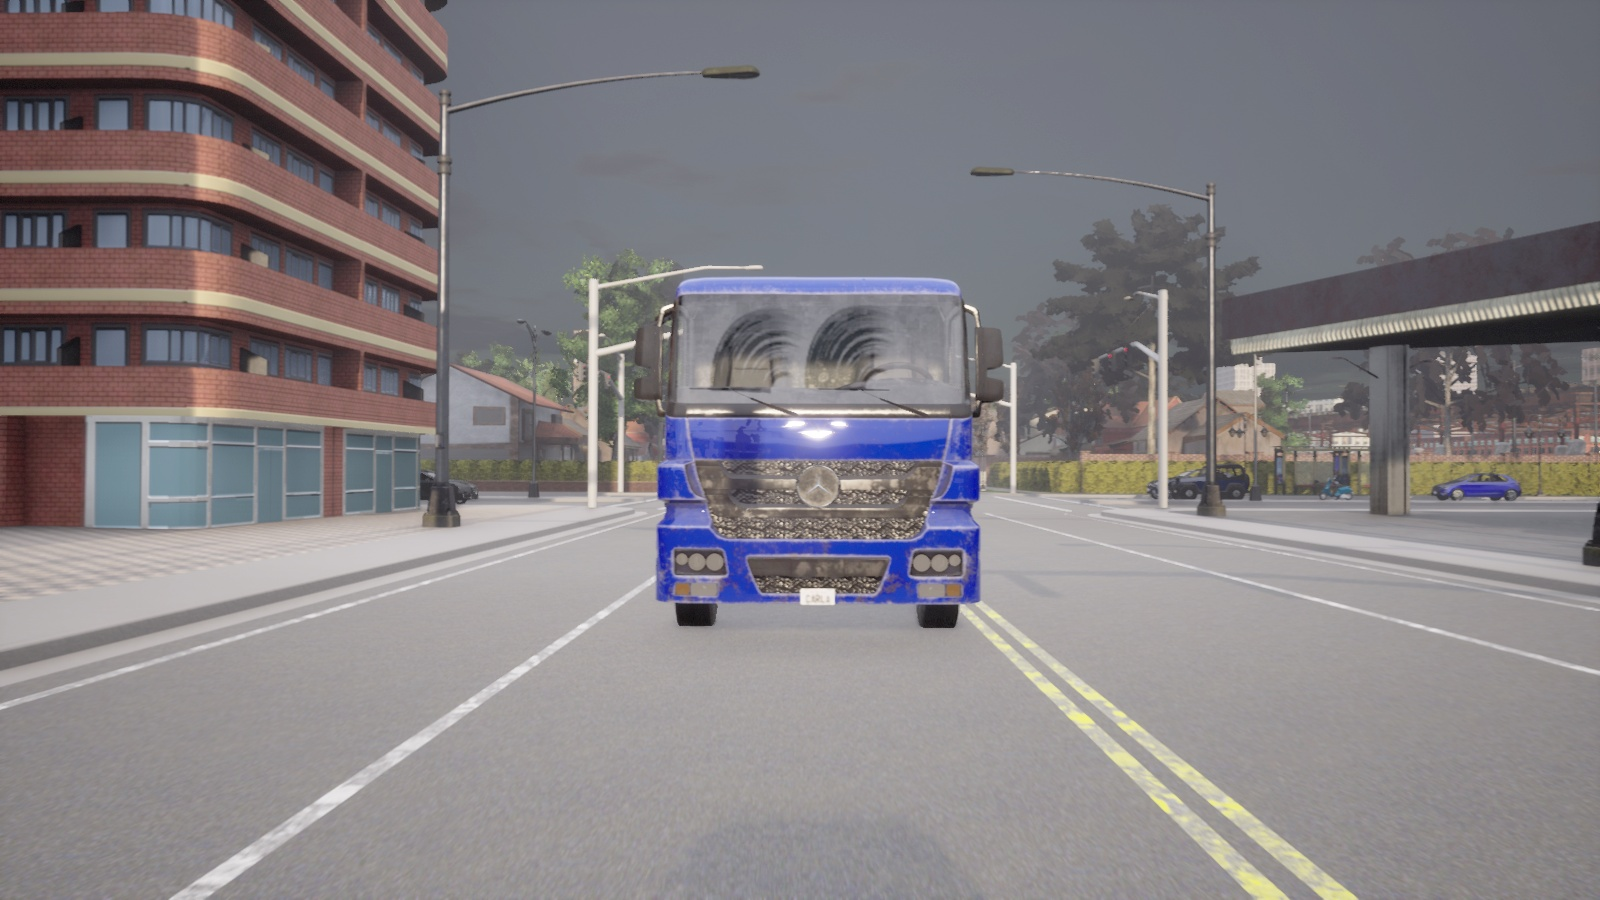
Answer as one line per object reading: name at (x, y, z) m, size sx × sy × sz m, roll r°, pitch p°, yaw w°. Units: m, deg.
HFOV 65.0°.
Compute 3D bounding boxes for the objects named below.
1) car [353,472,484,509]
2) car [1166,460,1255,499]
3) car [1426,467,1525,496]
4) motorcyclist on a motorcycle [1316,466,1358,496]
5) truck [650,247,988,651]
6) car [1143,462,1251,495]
car at (-15.905, 1.666, 52.445) m, size 4.892 × 1.490 × 1.837 m, roll 0°, pitch -1°, yaw 3°
car at (20.493, 1.461, 62.785) m, size 3.866 × 1.878 × 1.905 m, roll 0°, pitch -1°, yaw 2°
car at (35.412, 1.662, 65.869) m, size 4.193 × 1.474 × 1.816 m, roll 0°, pitch -1°, yaw 2°
motorcyclist on a motorcycle at (28.231, 1.635, 66.071) m, size 1.817 × 1.590 × 0.866 m, roll 0°, pitch -1°, yaw 2°
truck at (0.202, 0.050, 14.771) m, size 2.891 × 3.462 × 7.936 m, roll 0°, pitch -1°, yaw 1°
car at (20.896, 1.494, 66.297) m, size 5.027 × 1.651 × 2.152 m, roll 0°, pitch -1°, yaw 1°
